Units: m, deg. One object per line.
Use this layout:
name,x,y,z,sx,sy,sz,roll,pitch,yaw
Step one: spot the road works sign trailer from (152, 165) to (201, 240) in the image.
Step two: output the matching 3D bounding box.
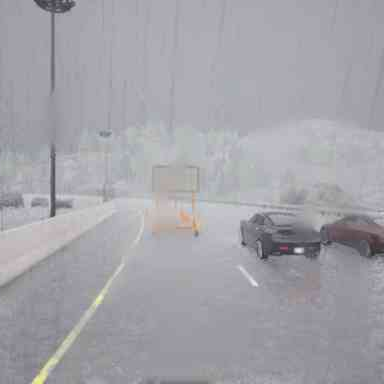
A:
road works sign trailer,-0.845,0.422,17.007,2.380,3.560,2.880,0,0,-7

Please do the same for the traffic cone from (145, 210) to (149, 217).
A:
traffic cone,-3.995,1.885,29.714,0.340,0.580,0.340,0,0,-7

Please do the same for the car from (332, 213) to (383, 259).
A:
car,6.505,1.486,12.339,1.812,1.442,4.674,0,0,-4

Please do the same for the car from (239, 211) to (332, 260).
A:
car,3.013,1.470,12.255,1.837,1.490,4.892,0,0,-4
